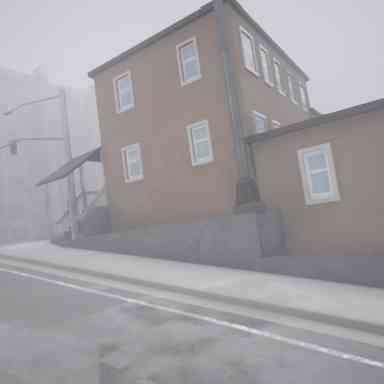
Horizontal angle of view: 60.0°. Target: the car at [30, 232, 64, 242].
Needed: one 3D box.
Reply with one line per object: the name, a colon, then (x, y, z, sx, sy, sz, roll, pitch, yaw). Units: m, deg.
car: (-11.782, 4.293, 29.135, 1.837, 1.490, 4.892, -12, -11, 35)
